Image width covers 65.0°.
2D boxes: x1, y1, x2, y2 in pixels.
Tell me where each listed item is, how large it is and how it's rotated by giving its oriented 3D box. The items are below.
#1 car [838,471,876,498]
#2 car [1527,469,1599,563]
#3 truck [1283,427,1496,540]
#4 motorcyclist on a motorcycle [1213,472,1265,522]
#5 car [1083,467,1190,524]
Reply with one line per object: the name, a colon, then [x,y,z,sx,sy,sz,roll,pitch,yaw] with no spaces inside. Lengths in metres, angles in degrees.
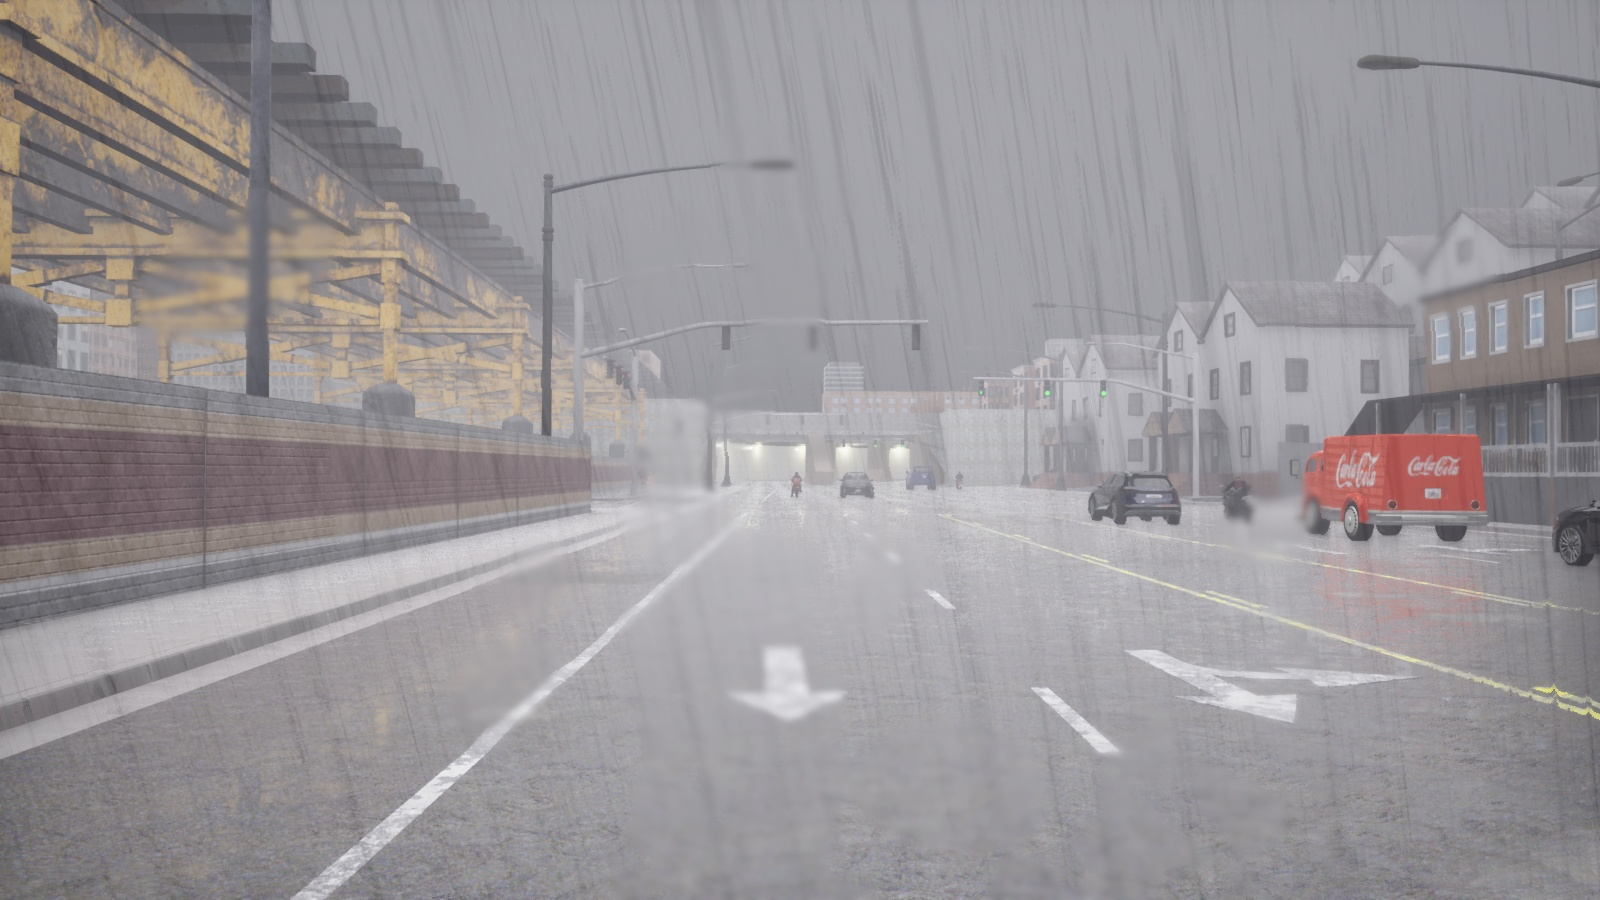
car: [3.323,1.983,73.710,2.007,1.525,4.514,0,-1,0]
car: [13.955,1.047,19.801,2.128,1.511,4.902,0,-1,0]
truck: [13.926,0.777,30.126,2.627,2.467,5.204,0,-1,0]
motorcyclist on a motorcycle: [13.882,1.461,39.791,0.866,1.530,2.191,0,-1,1]
car: [10.406,1.361,39.191,2.033,1.649,4.856,0,-1,0]
